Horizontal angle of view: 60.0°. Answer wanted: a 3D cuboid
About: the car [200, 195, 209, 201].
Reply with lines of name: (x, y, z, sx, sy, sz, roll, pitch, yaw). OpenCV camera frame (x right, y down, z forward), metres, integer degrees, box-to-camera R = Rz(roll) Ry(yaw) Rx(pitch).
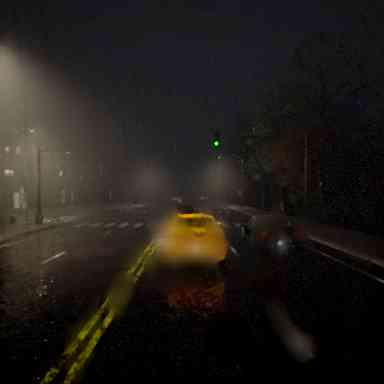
car: (3.354, 1.600, 88.959, 2.097, 1.767, 4.553, 0, 0, 0)

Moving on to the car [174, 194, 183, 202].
car: (-3.163, 1.568, 73.244, 2.150, 2.045, 5.566, 0, 0, 0)

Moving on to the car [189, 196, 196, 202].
car: (0.104, 1.723, 88.992, 1.882, 1.535, 5.008, 0, 0, 0)

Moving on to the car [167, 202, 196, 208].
car: (-0.643, 1.685, 24.904, 1.994, 1.385, 4.181, 0, 0, -12)

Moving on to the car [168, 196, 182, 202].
car: (-3.229, 1.838, 58.203, 1.994, 1.385, 4.181, 0, 0, 1)

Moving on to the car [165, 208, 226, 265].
car: (0.112, 1.537, 11.996, 1.882, 1.535, 5.008, 0, -1, 0)

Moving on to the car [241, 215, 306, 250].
car: (3.368, 1.672, 14.725, 1.895, 1.301, 4.718, 0, 0, 0)

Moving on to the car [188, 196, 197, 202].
car: (0.091, 1.858, 78.573, 1.837, 1.490, 4.892, 0, 0, 0)

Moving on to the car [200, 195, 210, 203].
car: (3.341, 1.883, 78.568, 2.128, 1.511, 4.902, 0, 0, 0)
